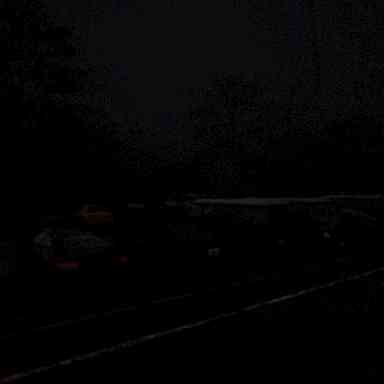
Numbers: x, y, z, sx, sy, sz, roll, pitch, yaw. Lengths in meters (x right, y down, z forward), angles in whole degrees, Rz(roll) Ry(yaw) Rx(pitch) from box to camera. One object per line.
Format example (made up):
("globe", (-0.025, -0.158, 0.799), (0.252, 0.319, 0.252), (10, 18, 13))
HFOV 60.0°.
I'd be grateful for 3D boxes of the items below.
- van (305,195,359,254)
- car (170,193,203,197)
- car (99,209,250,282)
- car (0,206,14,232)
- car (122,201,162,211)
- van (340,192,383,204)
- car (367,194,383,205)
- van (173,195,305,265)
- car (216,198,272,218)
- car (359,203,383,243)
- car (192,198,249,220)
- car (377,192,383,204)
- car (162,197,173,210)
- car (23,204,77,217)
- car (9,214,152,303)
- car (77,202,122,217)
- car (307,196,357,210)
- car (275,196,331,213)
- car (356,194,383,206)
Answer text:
("van", (3.826, 1.205, 13.175), (1.878, 1.987, 4.442), (-1, 0, -36))
("car", (0.081, 1.129, 26.688), (2.435, 2.045, 5.566), (-1, 0, -36))
("car", (-0.814, 1.511, 10.032), (2.163, 1.488, 4.792), (-1, 0, -36))
("car", (-11.239, 1.534, 18.654), (2.163, 1.488, 4.792), (0, 0, -36))
("car", (-4.445, 1.438, 23.477), (2.097, 1.535, 5.008), (-1, 0, -36))
("van", (8.251, 1.145, 16.630), (1.878, 1.987, 4.442), (-1, 0, -36))
("car", (27.148, 1.060, 46.101), (2.002, 1.452, 4.674), (-1, 0, -36))
("van", (1.412, 1.230, 11.733), (1.878, 1.987, 4.442), (-1, 0, -36))
("car", (4.577, 1.320, 29.949), (2.097, 1.535, 5.008), (-1, 0, -36))
("car", (6.045, 1.401, 14.901), (2.097, 1.535, 5.008), (-1, 0, -36))
("car", (2.320, 1.350, 28.333), (2.097, 1.535, 5.008), (-1, 0, -36))
("car", (29.384, 0.865, 47.743), (2.185, 1.767, 4.553), (-1, 0, -36))
("car", (-2.186, 1.411, 25.093), (2.231, 1.521, 4.892), (-1, 0, -36))
("car", (-8.942, 1.518, 20.227), (2.163, 1.488, 4.792), (0, 0, -36))
("car", (-3.079, 1.541, 8.371), (2.002, 1.452, 4.674), (0, 0, -36))
("car", (-6.813, 1.460, 22.014), (1.946, 1.575, 5.366), (-1, 0, -36))
("car", (15.881, 1.199, 38.000), (2.163, 1.488, 4.792), (-1, 0, -36))
("car", (11.458, 1.226, 34.641), (1.946, 1.575, 5.366), (-1, 0, -36))
("car", (24.893, 1.049, 44.483), (2.097, 1.535, 5.008), (-1, 0, -36))
